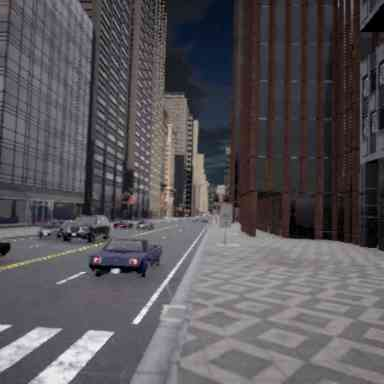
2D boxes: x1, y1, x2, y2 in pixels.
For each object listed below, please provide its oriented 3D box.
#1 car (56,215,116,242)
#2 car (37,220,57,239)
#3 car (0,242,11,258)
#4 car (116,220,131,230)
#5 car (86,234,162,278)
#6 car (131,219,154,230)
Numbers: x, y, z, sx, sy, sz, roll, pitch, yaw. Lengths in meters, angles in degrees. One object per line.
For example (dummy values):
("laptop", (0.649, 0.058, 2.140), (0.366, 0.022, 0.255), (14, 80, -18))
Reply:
("car", (-8.122, 2.826, 26.181), (2.150, 2.045, 5.566), (2, -4, 4))
("car", (-11.239, 3.146, 28.344), (2.128, 1.511, 4.902), (2, -4, 4))
("car", (-9.032, 2.208, 12.437), (1.895, 1.301, 4.718), (2, -4, 4))
("car", (-9.848, 4.695, 48.035), (1.895, 1.301, 4.718), (2, -4, 4))
("car", (-2.376, 2.478, 13.213), (1.895, 1.301, 4.718), (2, -4, 4))
("car", (-6.626, 4.654, 47.530), (2.128, 1.511, 4.902), (2, -4, 4))
